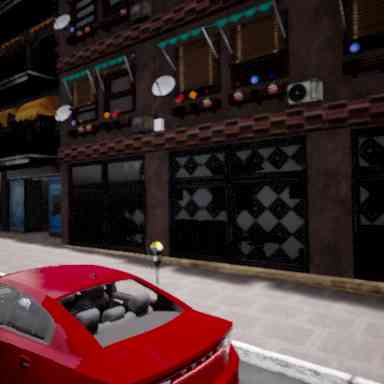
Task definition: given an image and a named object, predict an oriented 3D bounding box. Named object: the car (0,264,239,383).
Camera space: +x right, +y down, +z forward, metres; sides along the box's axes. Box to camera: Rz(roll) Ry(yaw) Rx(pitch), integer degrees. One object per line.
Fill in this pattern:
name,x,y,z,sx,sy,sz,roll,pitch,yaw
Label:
car,-1.653,1.543,3.922,4.507,1.381,1.887,0,-1,36
